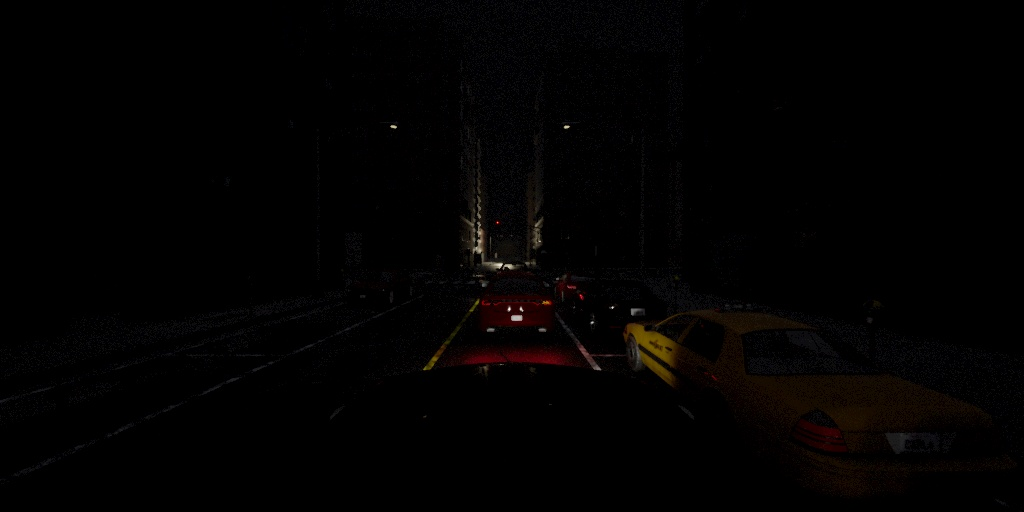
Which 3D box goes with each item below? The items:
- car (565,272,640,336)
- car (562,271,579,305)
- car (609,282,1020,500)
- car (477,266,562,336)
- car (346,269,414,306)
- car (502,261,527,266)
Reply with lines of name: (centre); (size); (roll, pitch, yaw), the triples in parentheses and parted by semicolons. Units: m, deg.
car: (2.883, 1.313, 10.242); (1.948, 1.339, 4.313); (0, 0, 0)
car: (2.891, 1.327, 15.828); (1.802, 1.307, 4.207); (0, 0, 0)
car: (2.875, 1.274, 4.826); (1.751, 1.417, 4.829); (0, 0, 0)
car: (0.106, 1.225, 10.421); (1.882, 1.535, 5.008); (0, 0, 0)
car: (-5.654, 1.290, 15.837); (1.888, 1.381, 4.507); (0, 0, 0)
car: (0.121, 1.096, 20.751); (2.097, 1.767, 4.553); (0, 0, 0)
